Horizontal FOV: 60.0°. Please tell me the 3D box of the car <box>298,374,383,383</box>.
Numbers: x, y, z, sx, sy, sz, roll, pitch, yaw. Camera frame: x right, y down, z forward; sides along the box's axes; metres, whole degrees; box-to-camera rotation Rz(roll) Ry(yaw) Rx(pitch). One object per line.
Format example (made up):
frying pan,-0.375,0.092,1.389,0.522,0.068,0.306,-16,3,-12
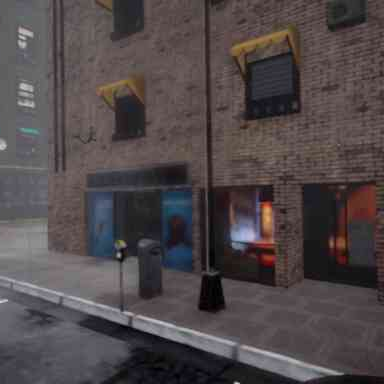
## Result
car,2.266,1.538,1.116,4.403,1.369,2.008,-1,-1,35
